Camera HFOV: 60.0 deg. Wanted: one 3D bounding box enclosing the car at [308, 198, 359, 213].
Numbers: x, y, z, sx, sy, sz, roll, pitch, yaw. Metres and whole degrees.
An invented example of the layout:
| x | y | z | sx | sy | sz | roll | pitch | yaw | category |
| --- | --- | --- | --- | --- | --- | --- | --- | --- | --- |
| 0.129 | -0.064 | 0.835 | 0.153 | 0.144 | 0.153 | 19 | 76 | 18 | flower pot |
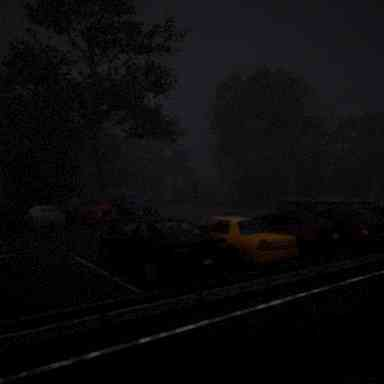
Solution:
| x | y | z | sx | sy | sz | roll | pitch | yaw | category |
| --- | --- | --- | --- | --- | --- | --- | --- | --- | --- |
| 16.087 | 1.532 | 38.077 | 2.231 | 1.521 | 4.892 | 0 | 0 | -36 | car |

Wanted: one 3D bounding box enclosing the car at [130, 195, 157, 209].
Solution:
| x | y | z | sx | sy | sz | roll | pitch | yaw | category |
| --- | --- | --- | --- | --- | --- | --- | --- | --- | --- |
| -4.405 | 1.229 | 23.371 | 2.435 | 2.045 | 5.566 | 0 | 0 | -36 | car |

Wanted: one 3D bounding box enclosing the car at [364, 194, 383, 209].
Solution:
| x | y | z | sx | sy | sz | roll | pitch | yaw | category |
| --- | --- | --- | --- | --- | --- | --- | --- | --- | --- |
| 27.361 | 1.307 | 46.174 | 2.435 | 2.045 | 5.566 | 0 | 0 | -36 | car |

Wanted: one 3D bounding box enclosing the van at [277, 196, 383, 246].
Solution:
| x | y | z | sx | sy | sz | roll | pitch | yaw | category |
| --- | --- | --- | --- | --- | --- | --- | --- | --- | --- |
| 5.834 | 1.260 | 14.507 | 1.878 | 1.987 | 4.442 | 0 | 0 | -36 | van |

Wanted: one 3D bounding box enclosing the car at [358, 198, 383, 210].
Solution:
| x | y | z | sx | sy | sz | roll | pitch | yaw | category |
| --- | --- | --- | --- | --- | --- | --- | --- | --- | --- |
| 25.137 | 1.582 | 44.511 | 2.163 | 1.488 | 4.792 | 0 | 0 | -36 | car |

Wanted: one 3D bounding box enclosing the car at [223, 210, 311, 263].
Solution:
| x | y | z | sx | sy | sz | roll | pitch | yaw | category |
| --- | --- | --- | --- | --- | --- | --- | --- | --- | --- |
| 1.099 | 1.471 | 11.489 | 1.946 | 1.575 | 5.366 | 0 | 0 | -36 | car |

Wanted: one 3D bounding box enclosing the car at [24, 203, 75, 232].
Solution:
| x | y | z | sx | sy | sz | roll | pitch | yaw | category |
| --- | --- | --- | --- | --- | --- | --- | --- | --- | --- |
| -8.950 | 1.511 | 20.151 | 2.002 | 1.452 | 4.674 | 0 | 0 | -36 | car |

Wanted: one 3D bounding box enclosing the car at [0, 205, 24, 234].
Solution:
| x | y | z | sx | sy | sz | roll | pitch | yaw | category |
| --- | --- | --- | --- | --- | --- | --- | --- | --- | --- |
| -11.112 | 1.469 | 18.600 | 2.097 | 1.535 | 5.008 | 0 | 0 | -36 | car |

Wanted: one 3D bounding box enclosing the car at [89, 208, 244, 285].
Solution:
| x | y | z | sx | sy | sz | roll | pitch | yaw | category |
| --- | --- | --- | --- | --- | --- | --- | --- | --- | --- |
| -1.067 | 1.470 | 9.705 | 2.097 | 1.535 | 5.008 | 0 | 0 | -36 | car |

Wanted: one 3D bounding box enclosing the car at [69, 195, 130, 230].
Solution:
| x | y | z | sx | sy | sz | roll | pitch | yaw | category |
| --- | --- | --- | --- | --- | --- | --- | --- | --- | --- |
| -6.570 | 1.223 | 21.822 | 2.435 | 2.045 | 5.566 | 0 | 0 | -36 | car |

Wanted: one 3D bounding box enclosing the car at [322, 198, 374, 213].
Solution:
| x | y | z | sx | sy | sz | roll | pitch | yaw | category |
| --- | --- | --- | --- | --- | --- | --- | --- | --- | --- |
| 18.456 | 1.533 | 39.538 | 1.946 | 1.575 | 5.366 | 0 | 0 | -36 | car |

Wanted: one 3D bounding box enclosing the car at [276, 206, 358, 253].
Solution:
| x | y | z | sx | sy | sz | roll | pitch | yaw | category |
| --- | --- | --- | --- | --- | --- | --- | --- | --- | --- |
| 3.469 | 1.509 | 12.994 | 2.163 | 1.488 | 4.792 | 0 | 0 | -36 | car |
